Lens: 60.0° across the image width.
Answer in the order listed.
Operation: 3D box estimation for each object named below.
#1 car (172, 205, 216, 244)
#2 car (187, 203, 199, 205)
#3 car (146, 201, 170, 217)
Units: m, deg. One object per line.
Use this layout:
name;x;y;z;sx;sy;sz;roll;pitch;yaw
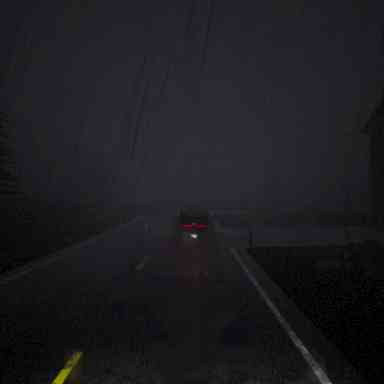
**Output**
car;0.099;1.601;16.282;1.837;1.490;4.892;0;0;0
car;0.114;1.751;31.670;1.994;1.385;4.181;0;0;0
car;-3.382;1.677;33.760;1.882;1.535;5.008;-1;0;3
